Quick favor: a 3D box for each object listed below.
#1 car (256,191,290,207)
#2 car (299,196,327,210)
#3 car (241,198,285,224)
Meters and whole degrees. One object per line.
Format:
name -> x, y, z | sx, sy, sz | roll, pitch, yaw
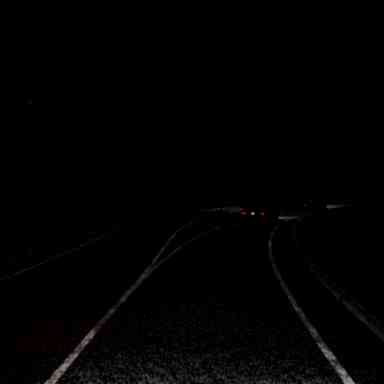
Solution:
car -> 9.896, 0.923, 41.578 | 5.566, 2.045, 2.150 | -1, 1, -39
car -> 13.753, 1.165, 37.737 | 2.128, 1.511, 4.902 | -1, 1, 40
car -> 5.053, 1.439, 24.199 | 2.033, 1.411, 5.357 | 0, 0, 25
